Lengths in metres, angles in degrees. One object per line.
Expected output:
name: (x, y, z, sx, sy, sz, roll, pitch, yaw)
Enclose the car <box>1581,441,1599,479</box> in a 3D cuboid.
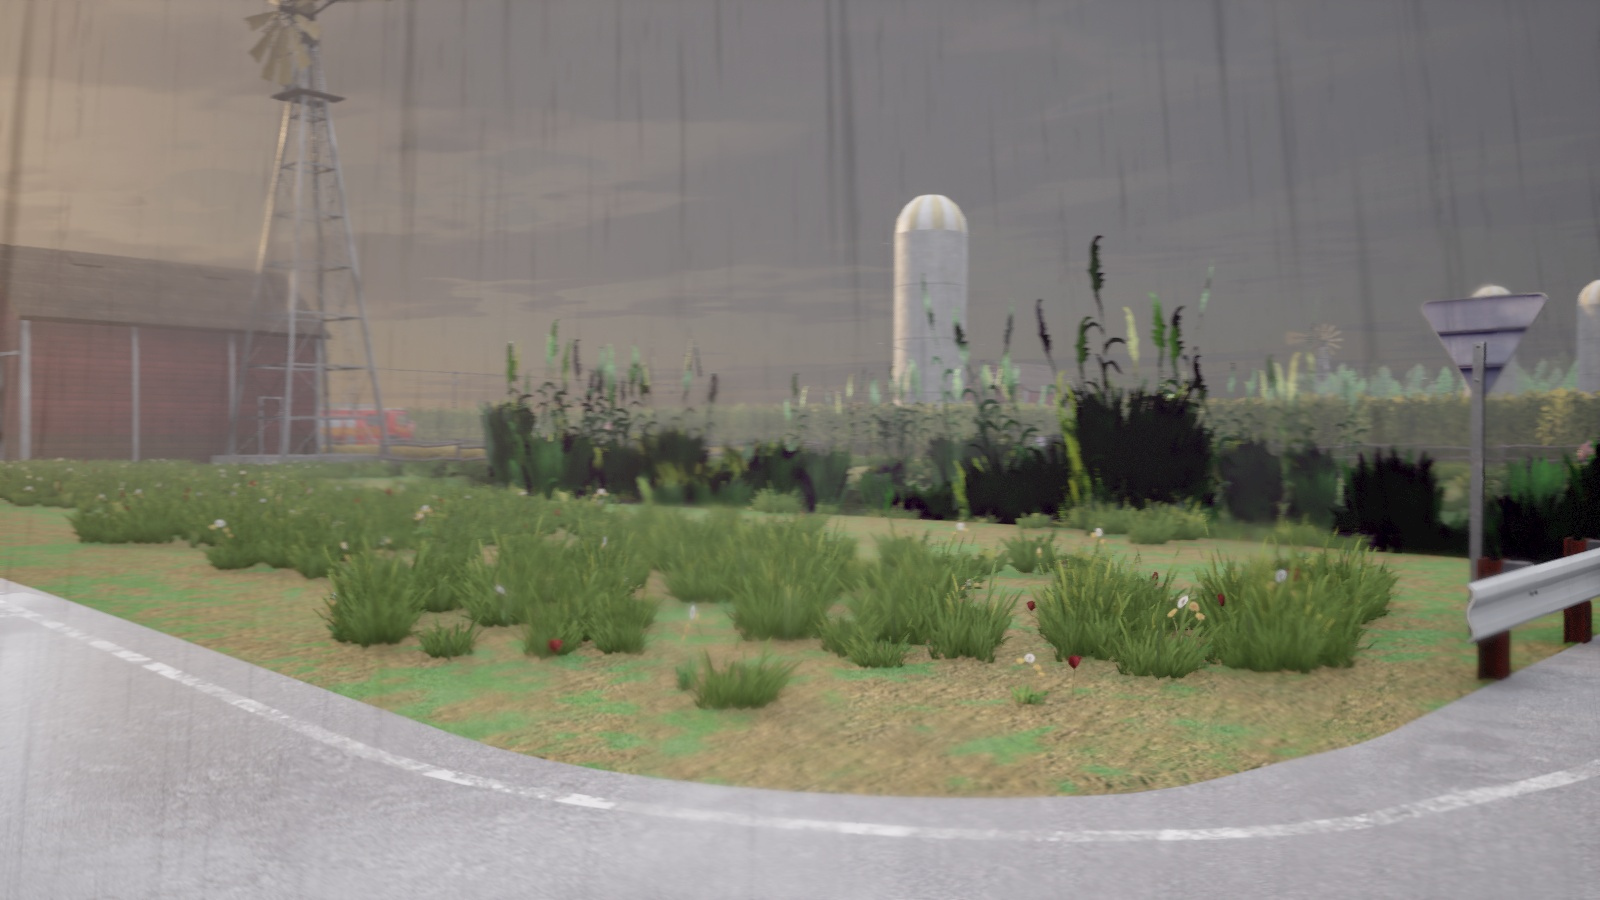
car: (35.853, 0.445, 53.624, 3.988, 1.617, 1.851, 1, 1, 40)
